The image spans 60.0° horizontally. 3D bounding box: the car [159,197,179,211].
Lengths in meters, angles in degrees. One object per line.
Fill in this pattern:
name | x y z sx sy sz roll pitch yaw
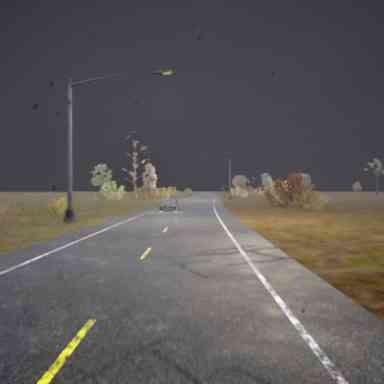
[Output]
car | -2.582 1.376 38.947 1.837 1.490 4.892 0 0 3
